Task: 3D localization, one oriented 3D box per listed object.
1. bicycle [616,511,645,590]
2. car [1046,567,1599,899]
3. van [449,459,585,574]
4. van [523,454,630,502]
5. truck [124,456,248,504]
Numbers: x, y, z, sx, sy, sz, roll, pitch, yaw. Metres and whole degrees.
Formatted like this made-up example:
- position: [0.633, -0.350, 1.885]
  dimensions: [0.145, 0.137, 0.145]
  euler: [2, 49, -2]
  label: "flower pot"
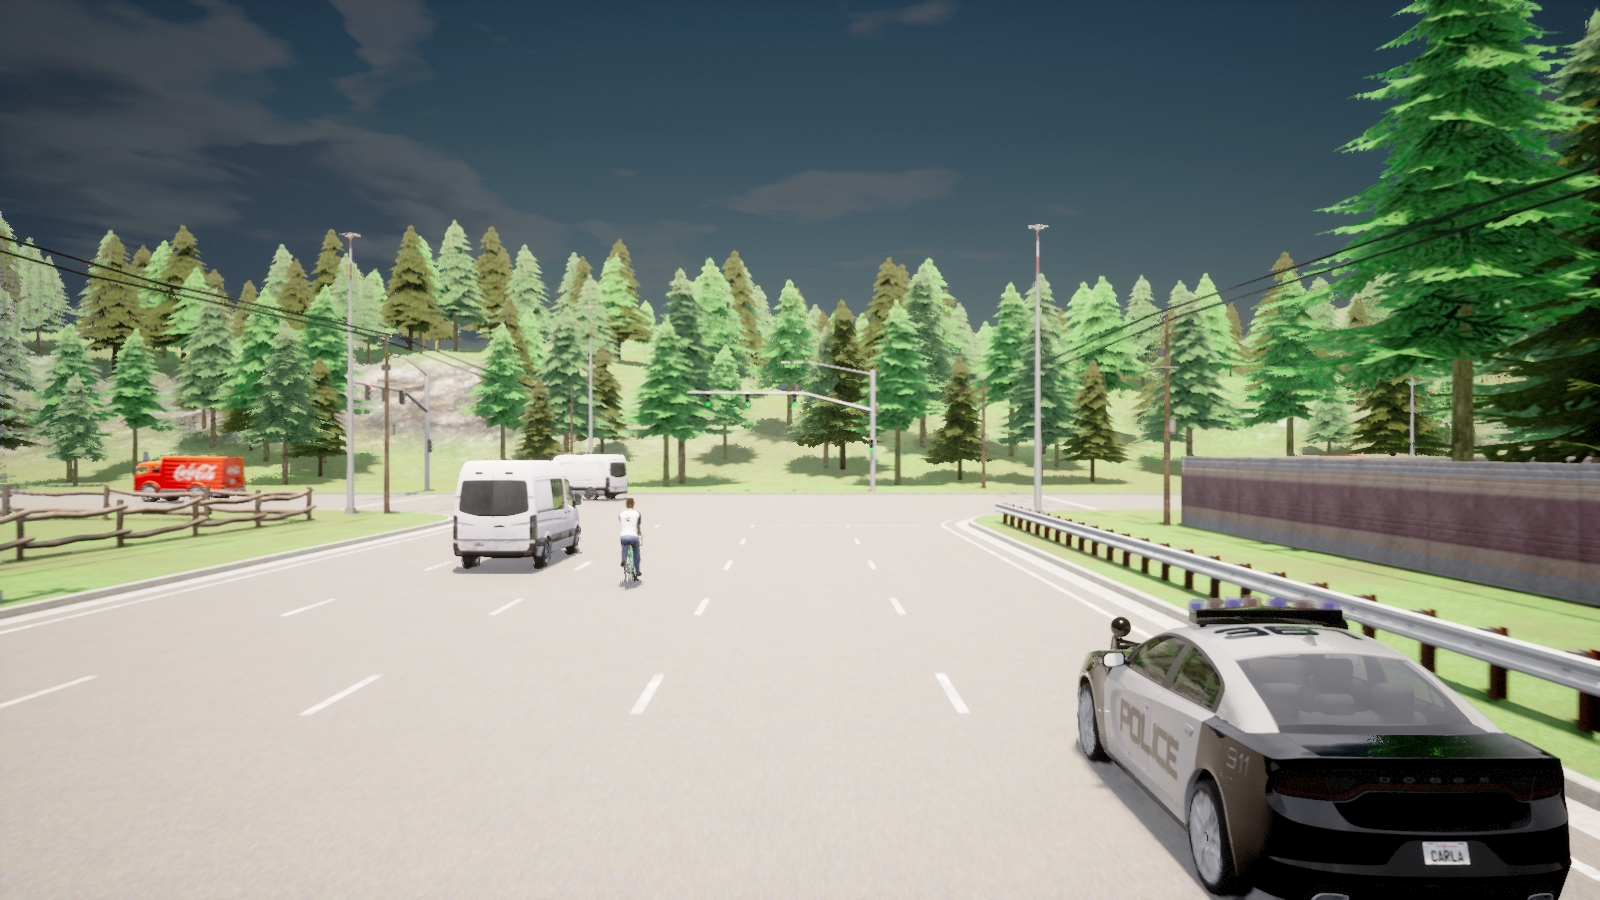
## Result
- position: [-3.499, 2.056, 23.681]
  dimensions: [0.373, 1.496, 1.643]
  euler: [0, 0, 0]
  label: "bicycle"
- position: [3.501, 1.982, 8.775]
  dimensions: [2.097, 1.638, 5.238]
  euler: [0, 0, 0]
  label: "car"
- position: [-6.993, 1.534, 28.951]
  dimensions: [1.988, 2.561, 5.915]
  euler: [0, 0, 0]
  label: "van"
- position: [-12.634, 1.535, 64.417]
  dimensions: [5.915, 2.561, 1.988]
  euler: [0, -1, 26]
  label: "van"
- position: [-32.792, 1.570, 61.127]
  dimensions: [5.204, 2.467, 2.627]
  euler: [0, 0, 2]
  label: "truck"
